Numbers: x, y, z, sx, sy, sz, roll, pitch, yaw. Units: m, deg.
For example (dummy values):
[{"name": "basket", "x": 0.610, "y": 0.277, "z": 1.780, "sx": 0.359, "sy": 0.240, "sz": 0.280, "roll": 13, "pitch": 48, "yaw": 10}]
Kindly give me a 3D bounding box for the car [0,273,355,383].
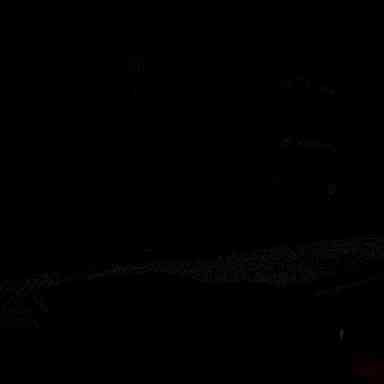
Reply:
[{"name": "car", "x": -0.771, "y": 1.547, "z": 2.832, "sx": 5.357, "sy": 1.411, "sz": 2.033, "roll": 0, "pitch": 0, "yaw": -35}]
